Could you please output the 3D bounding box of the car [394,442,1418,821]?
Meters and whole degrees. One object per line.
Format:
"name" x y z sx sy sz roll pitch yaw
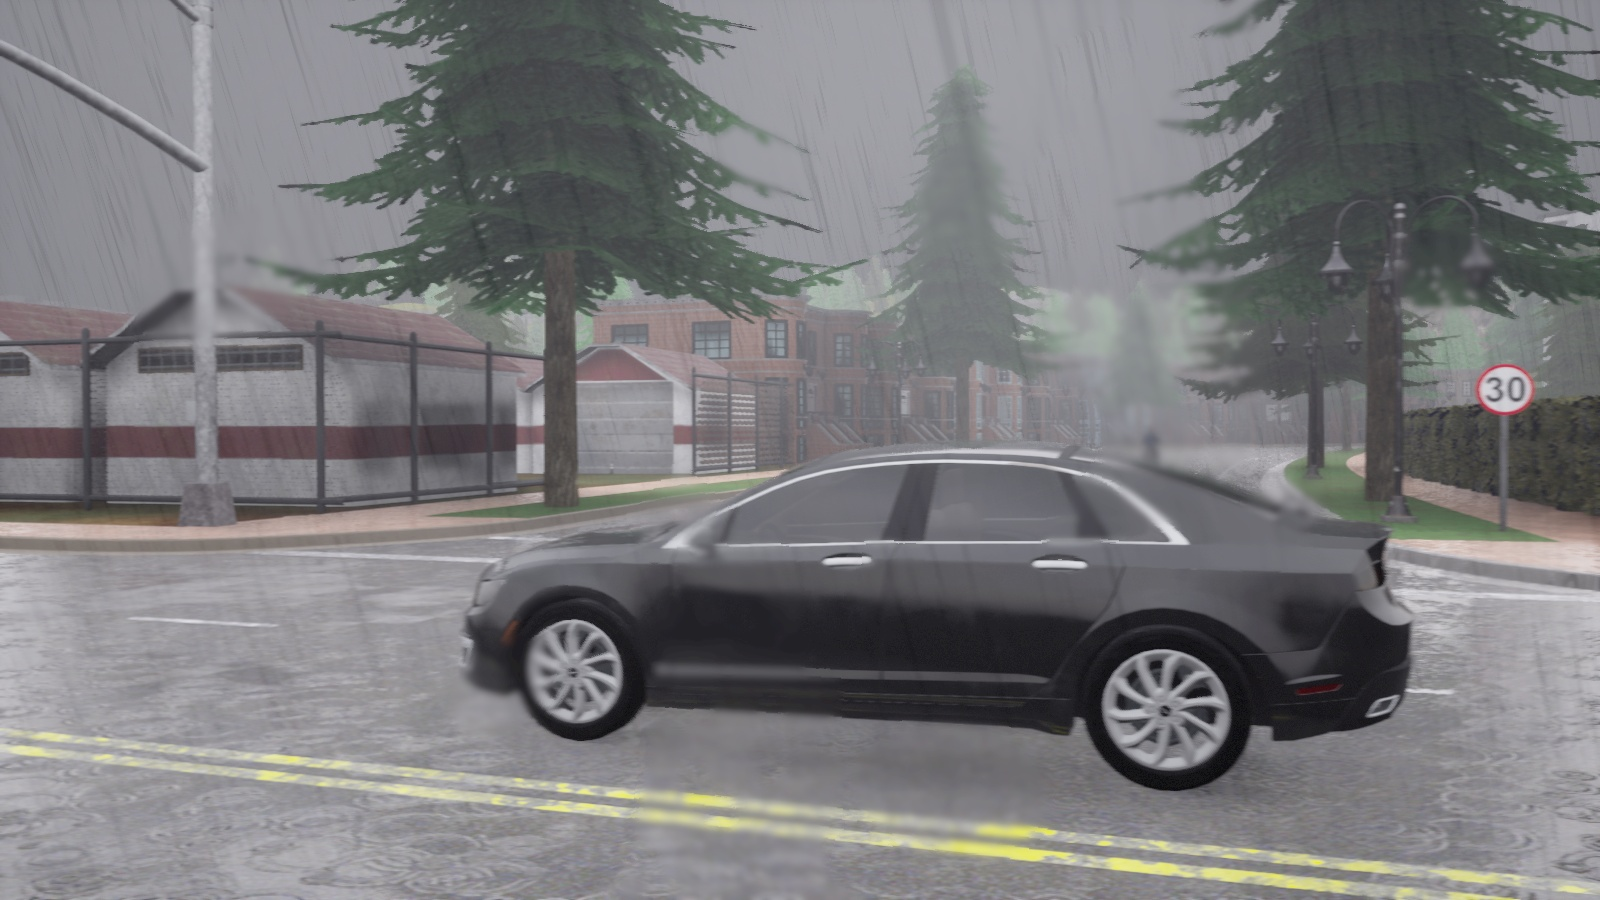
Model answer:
"car" 0.466 0.725 6.729 4.892 1.490 1.837 1 1 19

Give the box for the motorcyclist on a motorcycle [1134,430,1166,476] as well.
"motorcyclist on a motorcycle" 12.184 0.087 43.708 0.866 1.590 1.817 1 1 22
